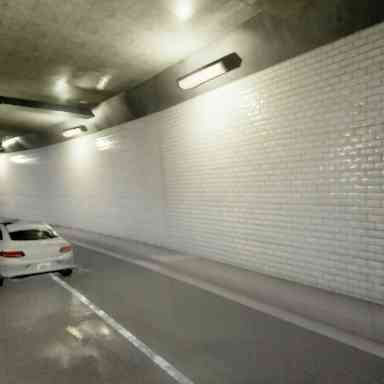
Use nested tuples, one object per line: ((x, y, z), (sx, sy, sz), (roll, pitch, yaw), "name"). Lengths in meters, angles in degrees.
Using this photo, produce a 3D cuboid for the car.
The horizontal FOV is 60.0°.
((-4.849, 1.553, 9.495), (1.812, 1.442, 4.674), (0, 0, -38), "car")
